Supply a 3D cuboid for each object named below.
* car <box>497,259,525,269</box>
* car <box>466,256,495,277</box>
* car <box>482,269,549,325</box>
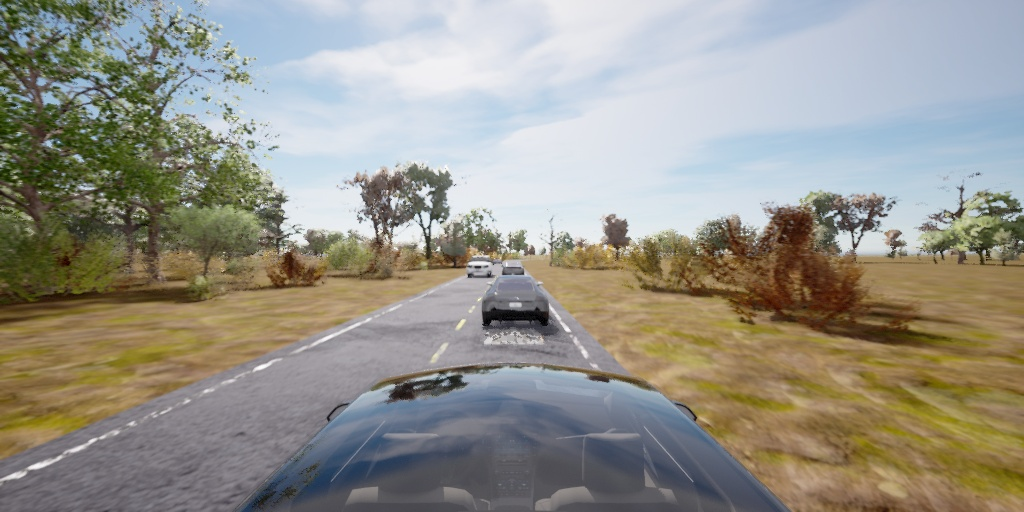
[{"bbox_3d":[0.110,1.243,30.797,2.128,1.511,4.902,0,0,0],"label":"car"},{"bbox_3d":[-3.085,0.976,35.020,2.150,2.045,5.566,0,0,0],"label":"car"},{"bbox_3d":[0.099,1.314,11.857,1.994,1.385,4.181,0,0,0],"label":"car"}]
